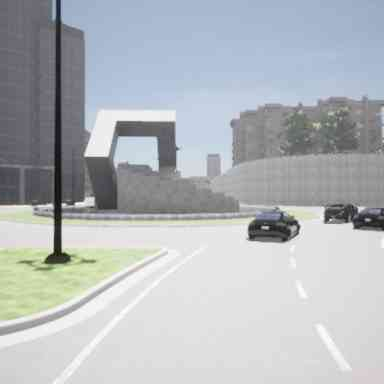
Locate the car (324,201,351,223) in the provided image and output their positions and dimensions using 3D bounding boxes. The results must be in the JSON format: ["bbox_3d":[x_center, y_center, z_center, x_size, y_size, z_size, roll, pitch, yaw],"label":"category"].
[{"bbox_3d":[12.385,1.675,27.474,1.837,1.490,4.892,0,0,39],"label":"car"}]

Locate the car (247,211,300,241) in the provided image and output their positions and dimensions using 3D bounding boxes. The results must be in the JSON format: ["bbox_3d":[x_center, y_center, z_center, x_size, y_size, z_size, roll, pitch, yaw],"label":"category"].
[{"bbox_3d":[4.377,1.670,17.510,1.994,1.385,4.181,0,0,27],"label":"car"}]

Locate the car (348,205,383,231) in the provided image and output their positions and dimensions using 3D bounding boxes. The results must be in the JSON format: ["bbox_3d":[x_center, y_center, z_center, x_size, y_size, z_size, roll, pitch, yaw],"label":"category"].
[{"bbox_3d":[12.131,1.699,21.823,1.994,1.385,4.181,0,0,43],"label":"car"}]

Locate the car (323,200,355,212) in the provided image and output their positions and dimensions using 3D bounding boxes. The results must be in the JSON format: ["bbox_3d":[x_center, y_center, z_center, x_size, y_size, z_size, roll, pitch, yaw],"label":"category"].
[{"bbox_3d":[19.431,1.835,44.209,1.994,1.385,4.181,0,0,-9],"label":"car"}]
